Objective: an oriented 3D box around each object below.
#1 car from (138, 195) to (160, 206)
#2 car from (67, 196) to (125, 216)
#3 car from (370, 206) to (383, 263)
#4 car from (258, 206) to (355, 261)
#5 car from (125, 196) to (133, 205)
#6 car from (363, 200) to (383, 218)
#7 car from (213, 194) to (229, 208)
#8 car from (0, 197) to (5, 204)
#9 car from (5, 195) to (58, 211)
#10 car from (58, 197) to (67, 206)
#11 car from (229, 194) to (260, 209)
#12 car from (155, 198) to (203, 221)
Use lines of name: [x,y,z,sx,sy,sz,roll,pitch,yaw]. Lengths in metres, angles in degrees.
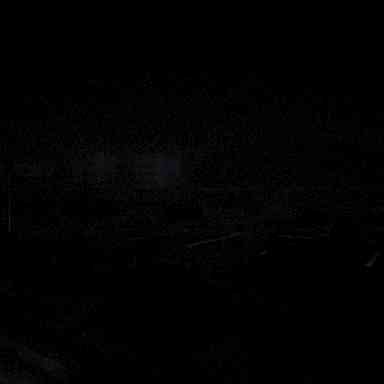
car: [-6.084,1.272,51.279,2.152,1.636,5.027,0,0,35]
car: [-8.885,1.384,31.119,2.007,1.523,4.514,0,0,35]
car: [7.121,1.341,10.472,2.007,1.523,4.514,0,0,35]
car: [4.527,1.342,12.235,2.152,1.636,5.027,0,0,35]
car: [-11.516,1.372,54.709,1.970,1.475,3.806,0,0,35]
car: [15.395,1.396,27.411,1.970,1.475,3.806,0,0,35]
car: [4.376,1.152,43.912,1.905,1.878,3.866,0,0,35]
car: [-35.530,1.565,59.848,2.033,1.411,5.357,0,0,35]
car: [-18.660,1.226,38.874,1.932,1.855,4.605,0,0,35]
car: [-18.570,1.450,51.055,2.007,1.523,4.514,0,0,35]
car: [6.990,1.162,42.576,1.932,1.855,4.605,0,0,35]
car: [-0.739,1.372,25.330,1.845,1.501,3.633,0,0,35]
